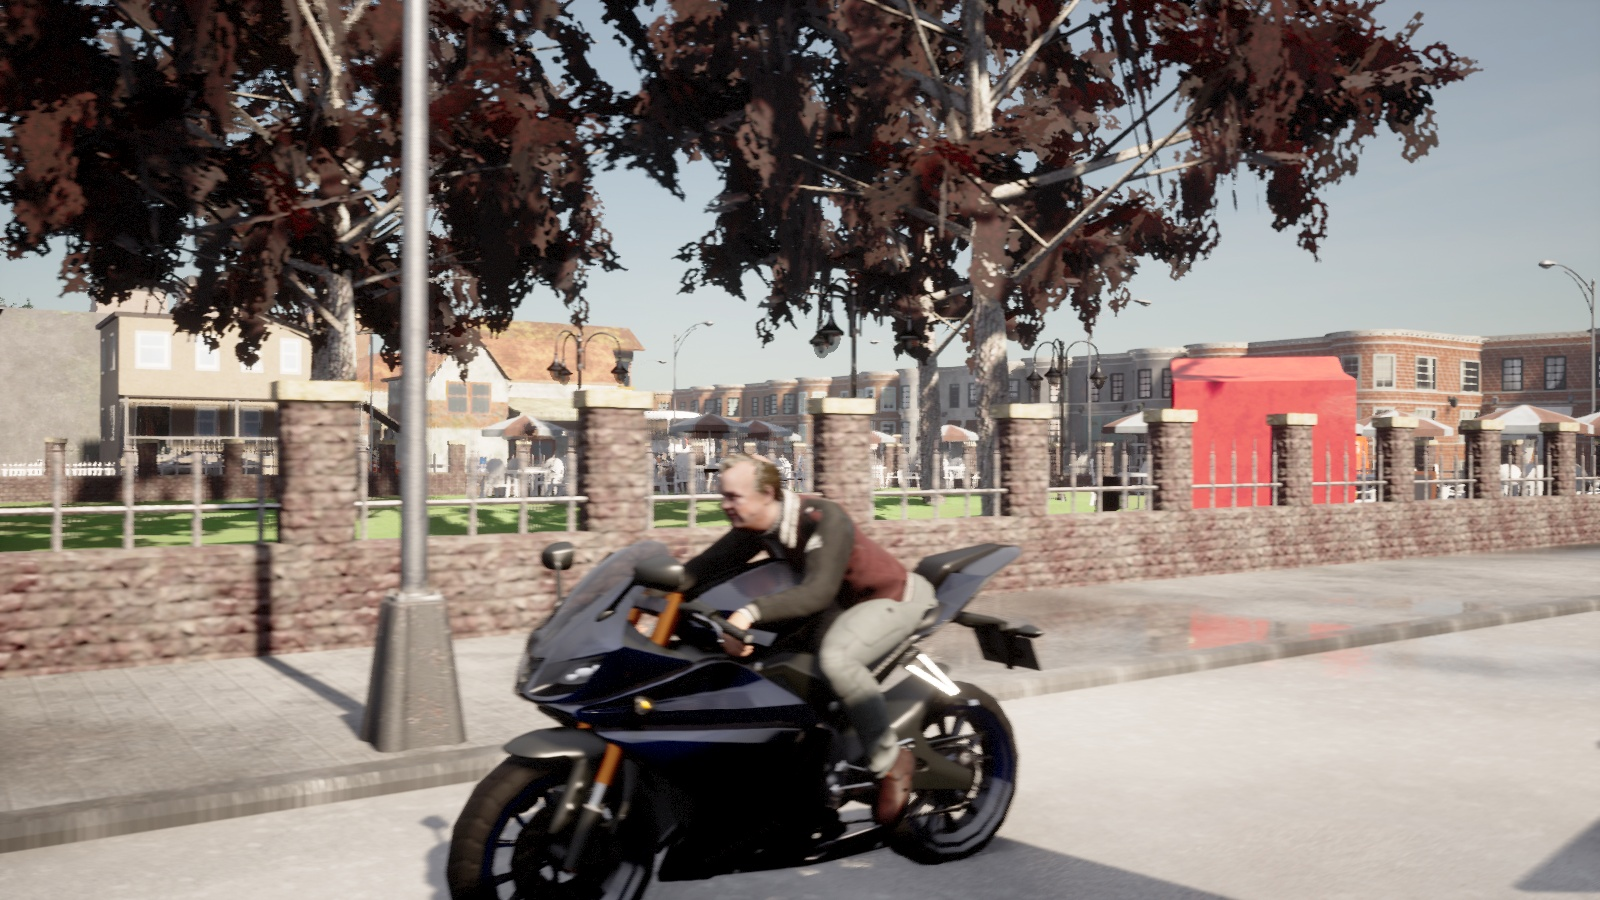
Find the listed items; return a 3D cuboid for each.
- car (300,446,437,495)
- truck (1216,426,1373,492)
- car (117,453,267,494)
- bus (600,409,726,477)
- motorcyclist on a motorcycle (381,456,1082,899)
[{"bbox_3d":[-16.446,0.755,47.962,4.553,1.767,2.097,0,0,-35],"label":"car"},{"bbox_3d":[19.452,0.339,49.640,2.627,2.467,5.204,0,0,-35],"label":"truck"},{"bbox_3d":[-23.247,0.868,48.112,4.902,1.511,2.128,0,0,-35],"label":"car"},{"bbox_3d":[-9.323,-0.406,84.109,3.944,4.253,10.273,0,0,-34],"label":"bus"},{"bbox_3d":[-0.152,0.790,4.162,2.191,1.530,0.866,0,0,-35],"label":"motorcyclist on a motorcycle"}]
